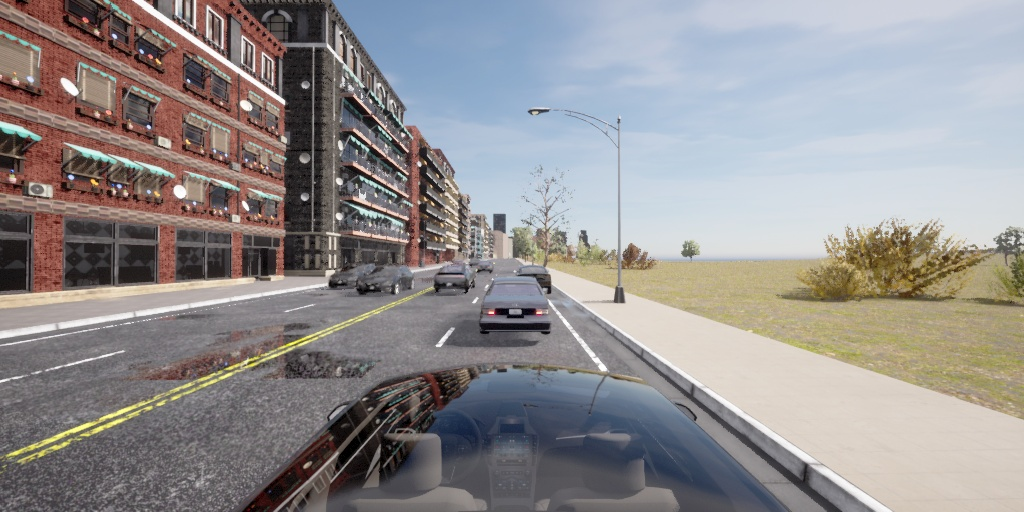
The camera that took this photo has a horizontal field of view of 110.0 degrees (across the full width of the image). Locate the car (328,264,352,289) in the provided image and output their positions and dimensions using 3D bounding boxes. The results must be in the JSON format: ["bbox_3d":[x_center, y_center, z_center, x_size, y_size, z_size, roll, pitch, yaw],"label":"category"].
[{"bbox_3d":[-9.871,1.257,22.953,1.837,1.490,4.892,0,0,0],"label":"car"}]

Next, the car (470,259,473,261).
[{"bbox_3d":[-6.622,1.255,62.735,1.837,1.490,4.892,0,0,0],"label":"car"}]

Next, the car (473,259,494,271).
[{"bbox_3d":[-3.185,1.298,42.973,2.033,1.411,5.357,0,0,0],"label":"car"}]

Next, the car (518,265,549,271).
[{"bbox_3d":[1.120,1.230,20.316,1.882,1.535,5.008,0,0,0],"label":"car"}]

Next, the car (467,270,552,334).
[{"bbox_3d":[0.094,1.299,10.553,2.033,1.411,5.357,0,0,0],"label":"car"}]

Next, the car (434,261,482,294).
[{"bbox_3d":[-3.168,1.243,20.536,2.128,1.511,4.902,0,0,0],"label":"car"}]

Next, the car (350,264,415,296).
[{"bbox_3d":[-6.617,1.257,19.355,1.837,1.490,4.892,0,0,0],"label":"car"}]
